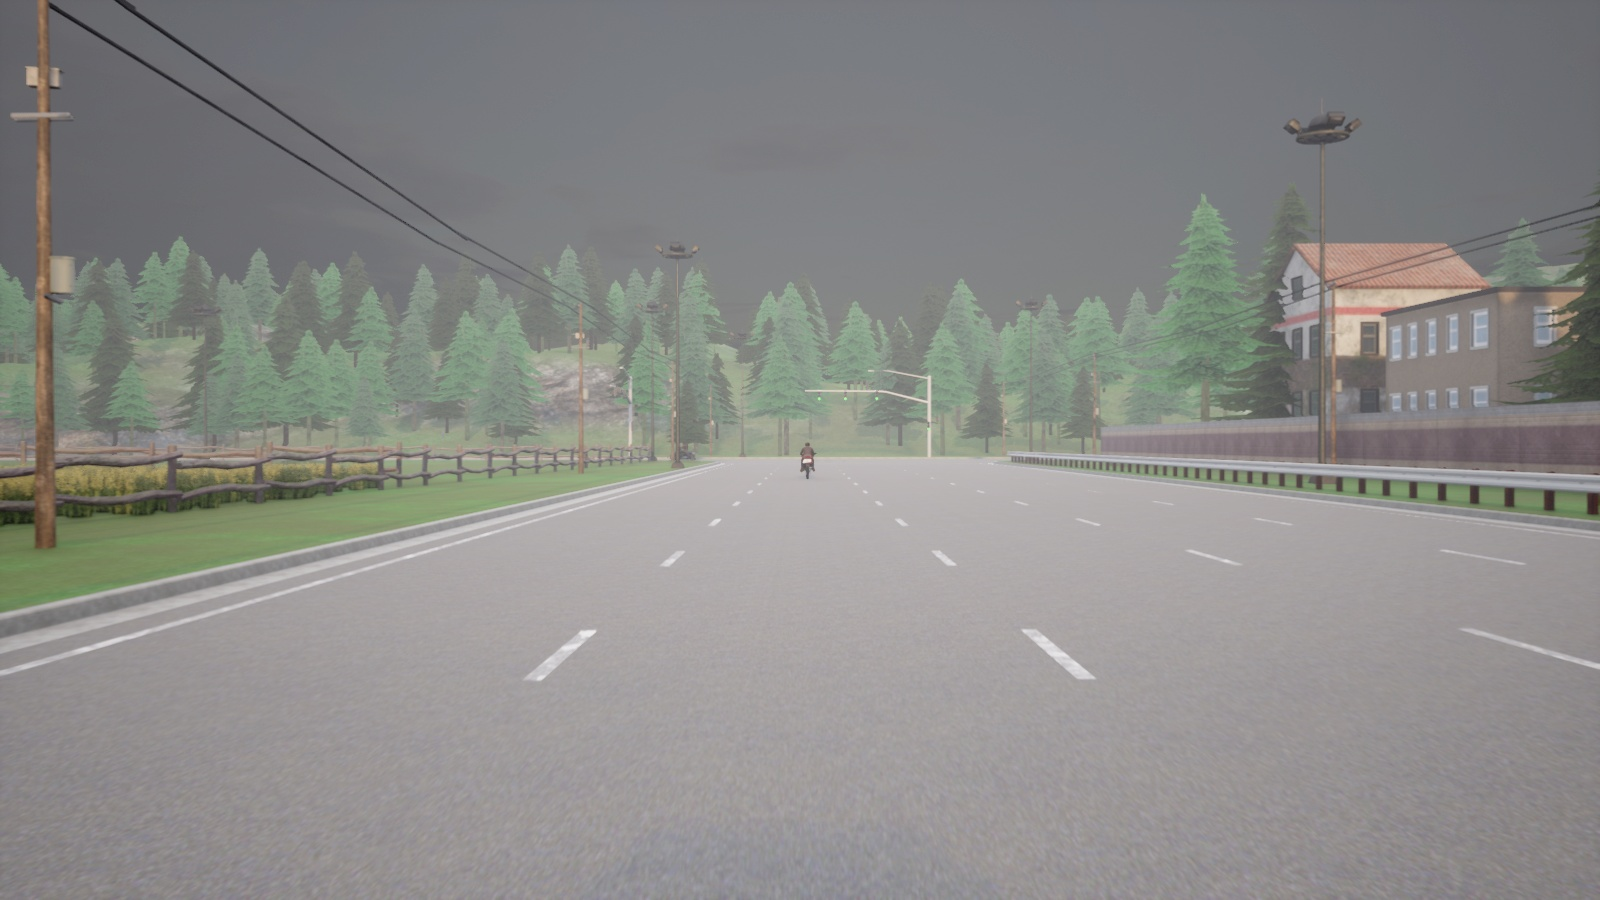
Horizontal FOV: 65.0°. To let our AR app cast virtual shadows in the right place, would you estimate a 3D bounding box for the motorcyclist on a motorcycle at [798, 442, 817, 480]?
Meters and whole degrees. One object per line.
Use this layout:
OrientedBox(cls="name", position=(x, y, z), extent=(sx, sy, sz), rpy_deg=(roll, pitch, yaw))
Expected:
OrientedBox(cls="motorcyclist on a motorcycle", position=(0.311, 0.437, 51.747), extent=(0.797, 1.523, 2.044), rpy_deg=(0, 0, 0))
